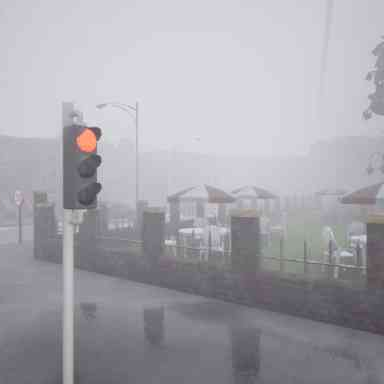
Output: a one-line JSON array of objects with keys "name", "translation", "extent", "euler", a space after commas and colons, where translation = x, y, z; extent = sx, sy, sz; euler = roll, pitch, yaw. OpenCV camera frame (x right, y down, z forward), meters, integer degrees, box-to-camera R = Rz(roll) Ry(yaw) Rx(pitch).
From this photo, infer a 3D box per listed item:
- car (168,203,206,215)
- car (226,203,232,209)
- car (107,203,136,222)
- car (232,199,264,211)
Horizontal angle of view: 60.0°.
[{"name": "car", "translation": [-0.446, 1.505, 34.450], "extent": [1.837, 1.490, 4.892], "euler": [0, 0, 35]}, {"name": "car", "translation": [5.570, 1.478, 42.730], "extent": [1.882, 1.535, 5.008], "euler": [0, 0, 42]}, {"name": "car", "translation": [-6.316, 1.564, 26.187], "extent": [1.994, 1.385, 4.181], "euler": [0, 0, 35]}, {"name": "car", "translation": [6.742, 1.601, 37.239], "extent": [1.895, 1.301, 4.718], "euler": [0, 0, 37]}]
